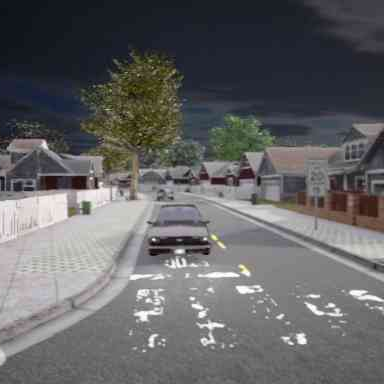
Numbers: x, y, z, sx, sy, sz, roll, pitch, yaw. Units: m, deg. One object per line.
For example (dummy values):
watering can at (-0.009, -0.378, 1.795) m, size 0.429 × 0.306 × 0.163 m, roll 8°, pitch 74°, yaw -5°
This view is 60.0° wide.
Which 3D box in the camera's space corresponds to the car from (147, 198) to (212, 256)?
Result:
car at (-0.465, 1.138, 11.607) m, size 2.033 × 1.411 × 5.357 m, roll 0°, pitch 2°, yaw -3°

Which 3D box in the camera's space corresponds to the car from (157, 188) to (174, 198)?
car at (-3.149, 0.301, 38.507) m, size 1.812 × 1.442 × 4.674 m, roll 0°, pitch 2°, yaw -8°
